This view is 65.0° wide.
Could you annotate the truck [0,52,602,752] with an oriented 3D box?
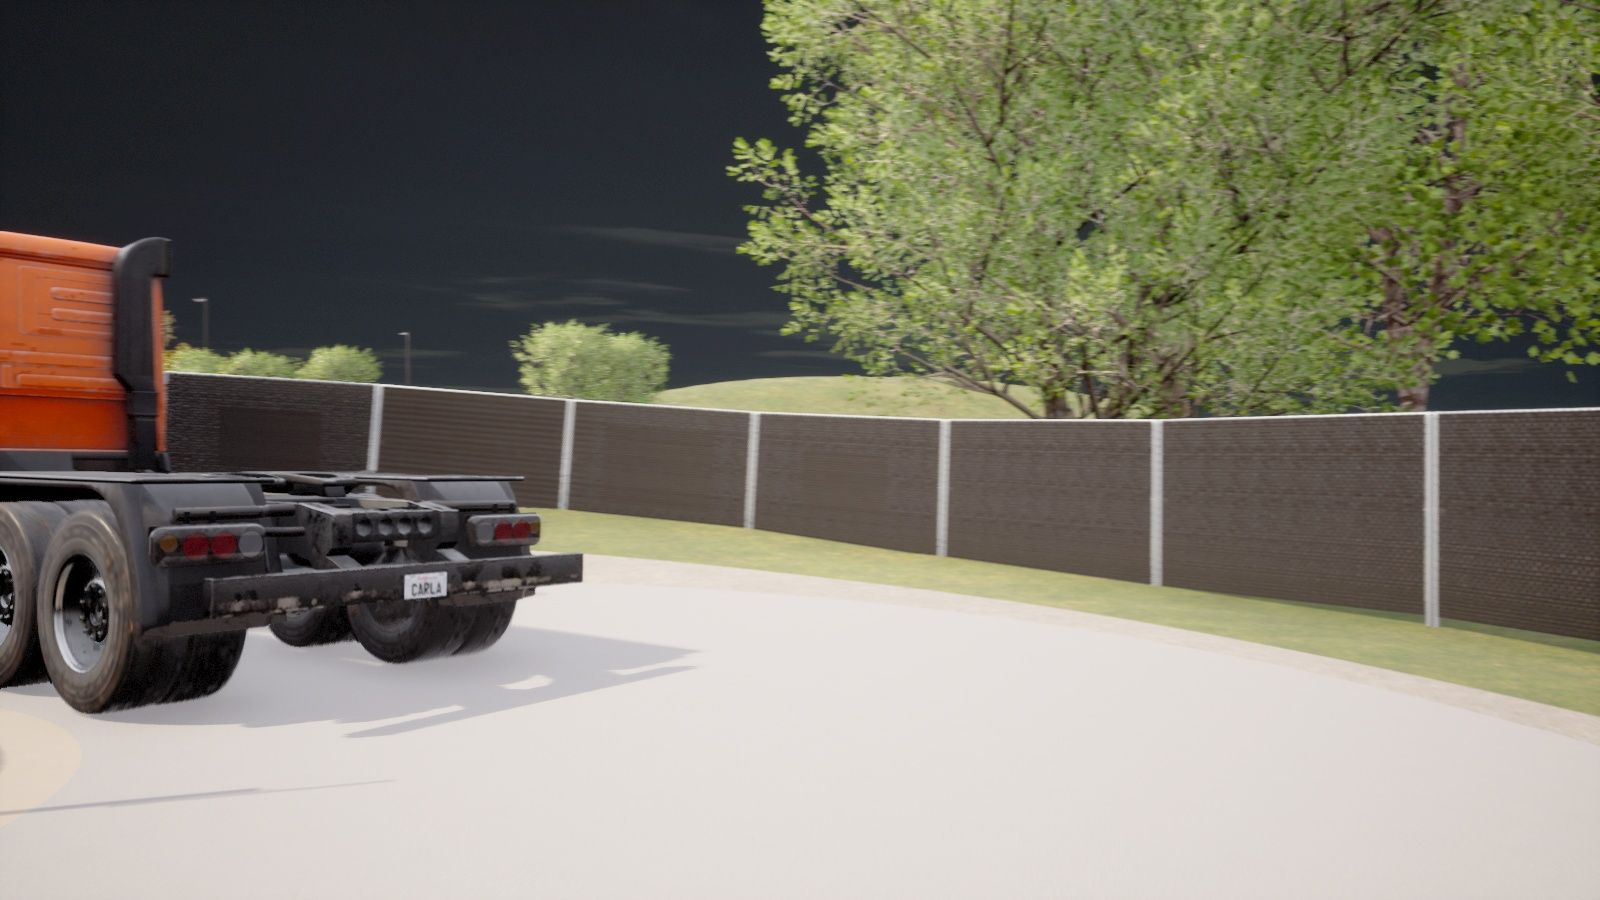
[{"bbox_3d":[-5.422,-0.233,9.700,7.936,3.462,2.891,0,-1,36],"label":"truck"}]
